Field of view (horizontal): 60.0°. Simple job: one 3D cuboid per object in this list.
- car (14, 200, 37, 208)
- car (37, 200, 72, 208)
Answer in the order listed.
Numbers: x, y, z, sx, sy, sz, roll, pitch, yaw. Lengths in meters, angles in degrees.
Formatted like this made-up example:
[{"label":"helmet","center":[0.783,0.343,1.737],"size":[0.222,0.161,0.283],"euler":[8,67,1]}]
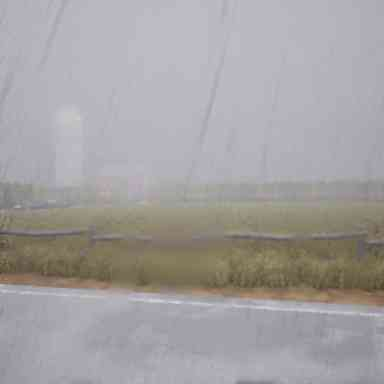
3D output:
[{"label":"car","center":[-21.325,1.843,44.100],"size":[2.128,1.511,4.902],"euler":[-1,0,14]},{"label":"car","center":[-17.972,1.795,44.714],"size":[1.837,1.490,4.892],"euler":[-1,0,14]}]
